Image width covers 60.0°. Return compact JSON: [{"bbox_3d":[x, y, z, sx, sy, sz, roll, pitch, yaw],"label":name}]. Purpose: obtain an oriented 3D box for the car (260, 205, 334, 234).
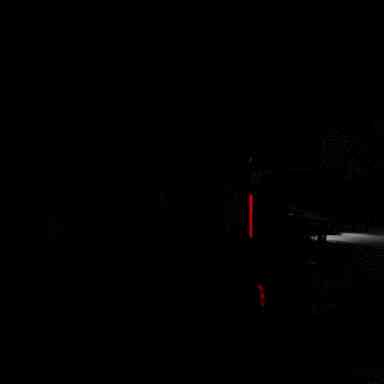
[{"bbox_3d":[5.941,1.536,19.543,1.812,1.442,4.674,0,0,-34],"label":"car"}]
